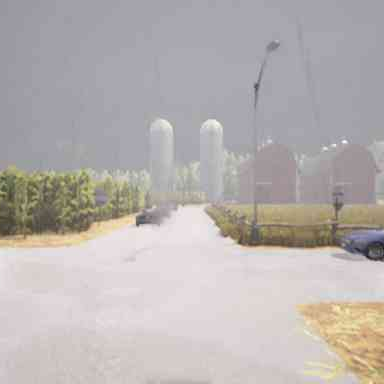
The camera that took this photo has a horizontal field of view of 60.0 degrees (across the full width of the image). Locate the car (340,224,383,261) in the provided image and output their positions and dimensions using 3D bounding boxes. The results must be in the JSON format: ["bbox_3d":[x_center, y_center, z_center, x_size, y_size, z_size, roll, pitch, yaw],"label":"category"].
[{"bbox_3d":[8.243,1.828,12.881,4.674,1.442,1.812,0,-1,2],"label":"car"}]

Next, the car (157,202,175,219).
[{"bbox_3d":[-3.266,2.134,36.683,2.033,1.411,5.357,0,-1,0],"label":"car"}]

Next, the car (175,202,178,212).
[{"bbox_3d":[-3.230,2.326,52.541,2.128,1.511,4.902,0,-1,0],"label":"car"}]

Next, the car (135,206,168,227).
[{"bbox_3d":[-3.251,1.989,26.346,1.895,1.301,4.718,0,-1,0],"label":"car"}]
